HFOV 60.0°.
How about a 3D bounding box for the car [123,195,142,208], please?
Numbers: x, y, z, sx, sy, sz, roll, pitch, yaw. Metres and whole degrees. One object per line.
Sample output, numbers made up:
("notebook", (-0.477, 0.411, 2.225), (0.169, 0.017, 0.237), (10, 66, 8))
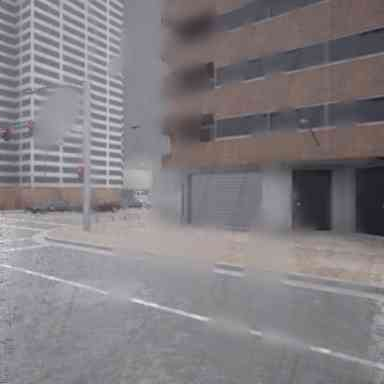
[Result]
("car", (-8.260, 1.466, 41.973), (1.994, 1.385, 4.181), (0, 0, 35))

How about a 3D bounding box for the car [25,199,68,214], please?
("car", (-14.016, 1.450, 33.816), (2.033, 1.411, 5.357), (0, 0, 35))

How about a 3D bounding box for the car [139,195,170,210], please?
("car", (-4.007, 1.439, 41.925), (1.812, 1.442, 4.674), (0, 0, 35))

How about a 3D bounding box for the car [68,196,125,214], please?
("car", (-9.644, 1.391, 33.943), (1.882, 1.535, 5.008), (0, 0, 35))
